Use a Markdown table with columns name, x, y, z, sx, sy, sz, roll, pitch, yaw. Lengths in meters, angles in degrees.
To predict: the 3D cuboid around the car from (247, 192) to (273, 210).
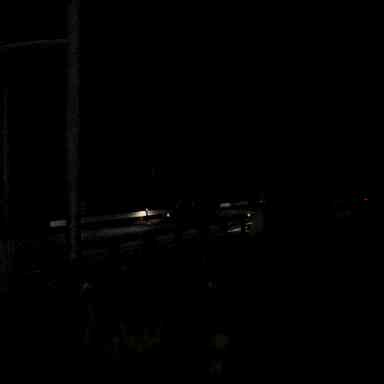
| name | x | y | z | sx | sy | sz | roll | pitch | yaw |
| --- | --- | --- | --- | --- | --- | --- | --- | --- | --- |
| car | 6.974 | 0.779 | 30.642 | 1.882 | 1.535 | 5.008 | 0 | 1 | 42 |

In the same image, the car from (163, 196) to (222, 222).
| name | x | y | z | sx | sy | sz | roll | pitch | yaw |
| --- | --- | --- | --- | --- | --- | --- | --- | --- | --- |
| car | 0.095 | 1.091 | 22.946 | 2.128 | 1.511 | 4.902 | 0 | 3 | 41 |
